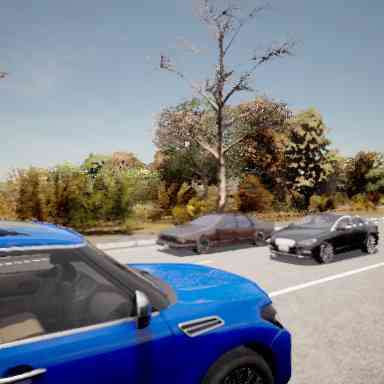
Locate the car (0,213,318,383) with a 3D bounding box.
[{"bbox_3d":[-1.645,1.226,2.612,5.566,2.045,2.150,0,0,-35],"label":"car"}]

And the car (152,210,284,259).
[{"bbox_3d":[1.213,1.564,13.589,5.357,1.411,2.033,0,0,-37],"label":"car"}]

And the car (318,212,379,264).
[{"bbox_3d":[4.843,1.506,11.926,4.902,1.511,2.128,0,0,-37],"label":"car"}]
